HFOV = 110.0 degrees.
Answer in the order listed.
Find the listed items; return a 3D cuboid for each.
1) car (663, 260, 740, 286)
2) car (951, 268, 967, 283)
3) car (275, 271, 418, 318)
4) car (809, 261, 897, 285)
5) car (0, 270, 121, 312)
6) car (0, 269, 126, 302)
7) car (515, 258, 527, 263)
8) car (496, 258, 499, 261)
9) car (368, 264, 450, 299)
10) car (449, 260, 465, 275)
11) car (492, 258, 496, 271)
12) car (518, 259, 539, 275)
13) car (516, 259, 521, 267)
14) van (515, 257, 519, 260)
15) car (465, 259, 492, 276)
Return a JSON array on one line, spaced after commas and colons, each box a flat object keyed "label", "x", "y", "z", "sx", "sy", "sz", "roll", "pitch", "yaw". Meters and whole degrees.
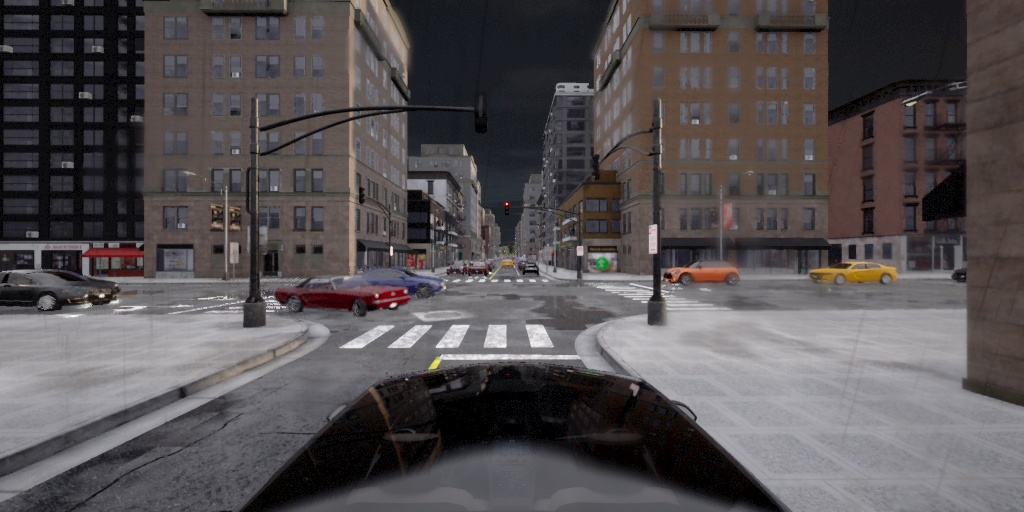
[{"label": "car", "x": 12.692, "y": 1.054, "z": 24.263, "sx": 4.553, "sy": 1.767, "sz": 2.097, "roll": 0, "pitch": 0, "yaw": -1}, {"label": "car", "x": 33.199, "y": 1.119, "z": 24.515, "sx": 4.892, "sy": 1.490, "sz": 1.837, "roll": -1, "pitch": 0, "yaw": -1}, {"label": "car", "x": -6.032, "y": 1.358, "z": 12.881, "sx": 4.718, "sy": 1.301, "sz": 1.895, "roll": 0, "pitch": 0, "yaw": 21}, {"label": "car", "x": 23.100, "y": 1.136, "z": 24.397, "sx": 5.008, "sy": 1.535, "sz": 1.882, "roll": 0, "pitch": 0, "yaw": -1}, {"label": "car", "x": -18.390, "y": 1.312, "z": 13.926, "sx": 4.892, "sy": 1.490, "sz": 1.837, "roll": 0, "pitch": 0, "yaw": -1}, {"label": "car", "x": -22.219, "y": 1.376, "z": 17.127, "sx": 5.357, "sy": 1.411, "sz": 2.033, "roll": 0, "pitch": 0, "yaw": -1}, {"label": "car", "x": 1.887, "y": 1.386, "z": 56.188, "sx": 1.948, "sy": 1.339, "sz": 4.313, "roll": 0, "pitch": 0, "yaw": 0}, {"label": "car", "x": -3.598, "y": 1.424, "z": 57.524, "sx": 1.895, "sy": 1.301, "sz": 4.718, "roll": 0, "pitch": 0, "yaw": 0}, {"label": "car", "x": -5.597, "y": 1.288, "z": 17.329, "sx": 4.674, "sy": 1.442, "sz": 1.812, "roll": 0, "pitch": 0, "yaw": -1}, {"label": "car", "x": -6.015, "y": 1.229, "z": 39.596, "sx": 1.967, "sy": 1.591, "sz": 4.097, "roll": 0, "pitch": 0, "yaw": 0}, {"label": "car", "x": -3.533, "y": 1.308, "z": 47.384, "sx": 1.837, "sy": 1.490, "sz": 4.892, "roll": 0, "pitch": 0, "yaw": 0}, {"label": "car", "x": 2.010, "y": 1.355, "z": 39.655, "sx": 1.948, "sy": 1.339, "sz": 4.313, "roll": 0, "pitch": 0, "yaw": 0}, {"label": "car", "x": 1.928, "y": 1.391, "z": 50.677, "sx": 1.802, "sy": 1.307, "sz": 4.207, "roll": 0, "pitch": 0, "yaw": 0}, {"label": "van", "x": 1.846, "y": 1.173, "z": 61.698, "sx": 1.690, "sy": 1.789, "sz": 3.998, "roll": 0, "pitch": 0, "yaw": 0}, {"label": "car", "x": -3.464, "y": 1.265, "z": 37.790, "sx": 1.882, "sy": 1.535, "sz": 5.008, "roll": 0, "pitch": 0, "yaw": 0}]
